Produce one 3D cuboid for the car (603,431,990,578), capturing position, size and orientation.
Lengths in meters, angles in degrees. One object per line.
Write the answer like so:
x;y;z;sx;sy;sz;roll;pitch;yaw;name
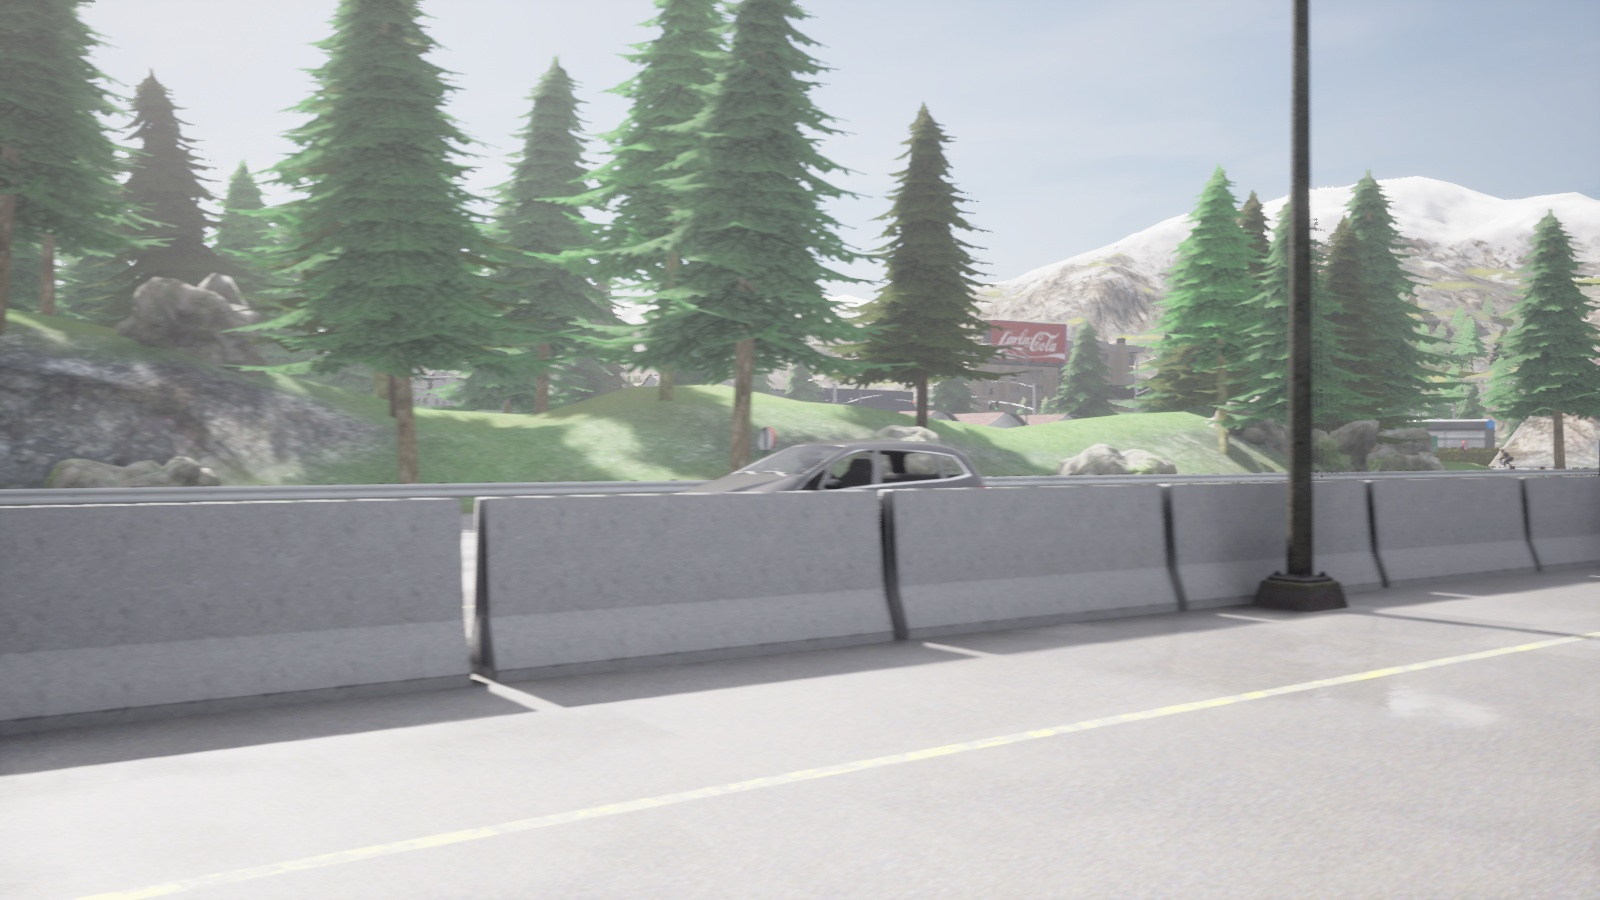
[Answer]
0.016;0.627;16.467;4.611;1.667;2.242;0;0;-35;car
